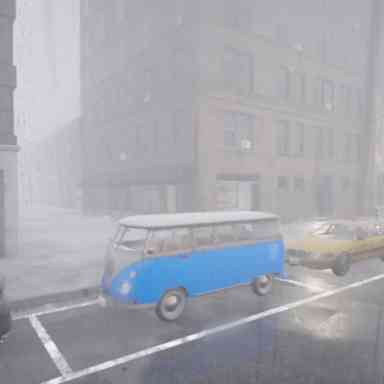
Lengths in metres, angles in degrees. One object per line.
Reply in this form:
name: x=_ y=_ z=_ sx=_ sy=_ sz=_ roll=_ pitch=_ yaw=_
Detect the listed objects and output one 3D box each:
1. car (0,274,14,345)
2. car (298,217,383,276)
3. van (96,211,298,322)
car: x=-4.431 y=1.570 z=3.592 sx=4.403 sy=1.369 sz=2.008 roll=-1 pitch=0 yaw=-36
car: x=4.640 y=1.461 z=10.106 sx=4.829 sy=1.417 sz=1.752 roll=-1 pitch=0 yaw=-36
van: x=0.172 y=1.319 z=6.898 sx=3.998 sy=1.788 sz=1.690 roll=-1 pitch=0 yaw=-36
